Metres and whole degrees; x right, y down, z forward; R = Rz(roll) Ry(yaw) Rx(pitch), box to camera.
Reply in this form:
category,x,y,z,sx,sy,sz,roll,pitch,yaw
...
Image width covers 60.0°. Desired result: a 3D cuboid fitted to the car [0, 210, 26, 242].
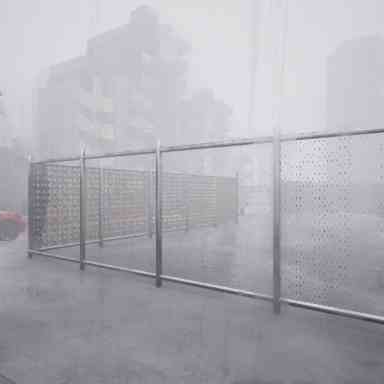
category,x,y,z,sx,sy,sz,roll,pitch,yaw
car,-10.113,1.221,14.098,2.150,2.045,5.566,0,0,35
